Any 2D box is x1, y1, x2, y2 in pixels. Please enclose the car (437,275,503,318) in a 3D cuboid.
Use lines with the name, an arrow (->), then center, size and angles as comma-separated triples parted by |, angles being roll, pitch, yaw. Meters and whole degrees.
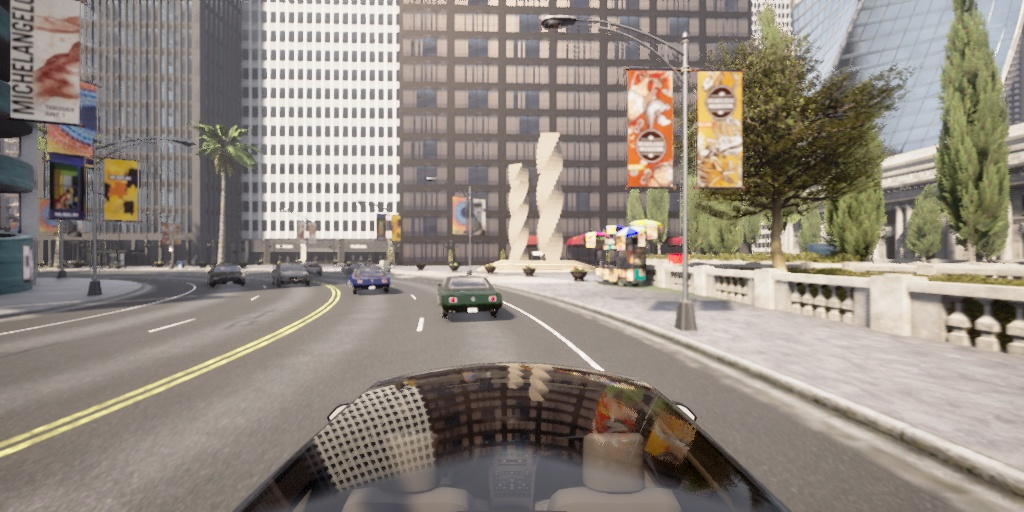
car -> -1.730, 1.352, 13.048 | 1.895, 1.301, 4.718 | 0, 0, -14

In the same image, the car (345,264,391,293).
car -> -8.309, 1.358, 20.646 | 1.895, 1.301, 4.718 | 0, 0, -28

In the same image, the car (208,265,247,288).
car -> -19.573, 1.315, 24.562 | 2.033, 1.411, 5.357 | 0, 0, -42

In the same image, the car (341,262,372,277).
car -> -14.407, 1.310, 34.315 | 5.357, 1.411, 2.033 | 0, 0, 43

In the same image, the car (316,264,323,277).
car -> -19.935, 1.260, 34.252 | 4.902, 1.511, 2.128 | 0, 0, 38

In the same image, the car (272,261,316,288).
car -> -14.963, 1.268, 24.260 | 1.837, 1.490, 4.892 | 1, 0, -39
